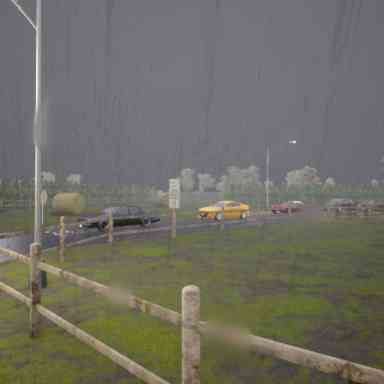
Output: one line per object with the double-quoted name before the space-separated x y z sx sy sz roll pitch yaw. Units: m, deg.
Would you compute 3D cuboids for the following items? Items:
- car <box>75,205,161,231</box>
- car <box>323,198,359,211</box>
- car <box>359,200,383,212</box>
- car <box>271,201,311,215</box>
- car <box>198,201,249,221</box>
"car" -4.468 1.546 20.852 5.357 1.411 2.033 0 0 -44
"car" 17.931 1.536 40.527 4.892 1.490 1.837 0 0 -38
"car" 21.791 1.652 39.915 4.718 1.301 1.895 0 0 -37
"car" 10.152 1.622 34.186 4.718 1.301 1.895 0 0 -40
"car" 2.678 1.488 27.608 5.008 1.535 1.882 0 0 -42
